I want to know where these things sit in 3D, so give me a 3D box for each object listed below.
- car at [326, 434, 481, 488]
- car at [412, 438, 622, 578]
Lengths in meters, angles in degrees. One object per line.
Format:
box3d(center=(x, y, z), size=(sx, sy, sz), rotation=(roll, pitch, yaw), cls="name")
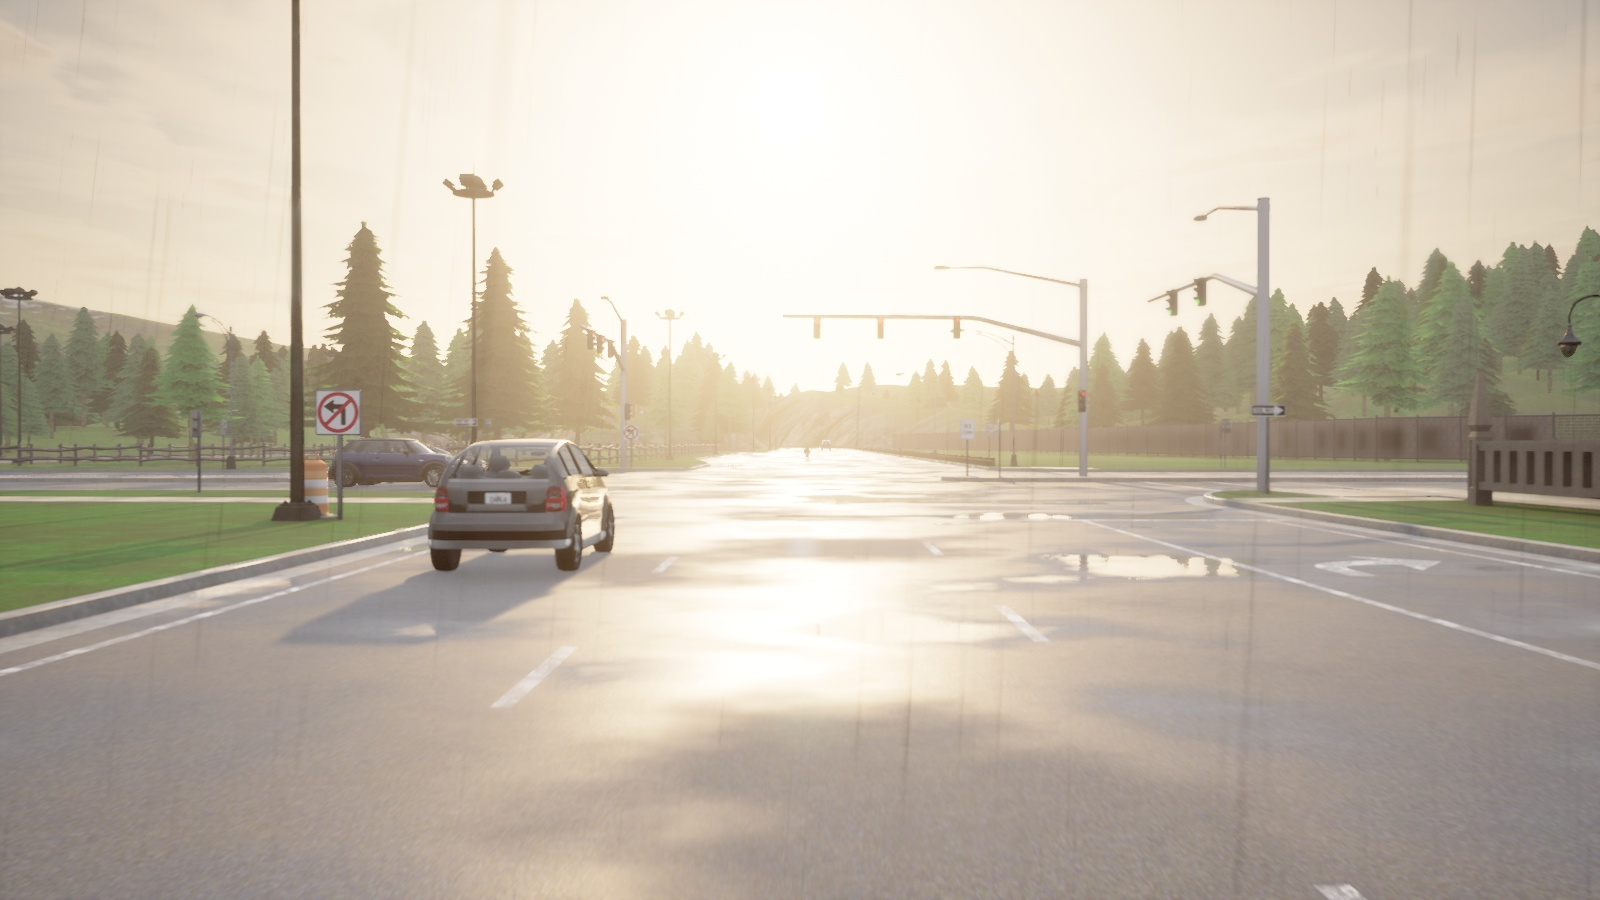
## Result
box3d(center=(-13.302, 0.355, 42.371), size=(4.553, 1.767, 2.097), rotation=(0, 0, 1), cls="car")
box3d(center=(-3.395, 0.633, 15.778), size=(1.789, 1.549, 3.705), rotation=(0, 0, 0), cls="car")
